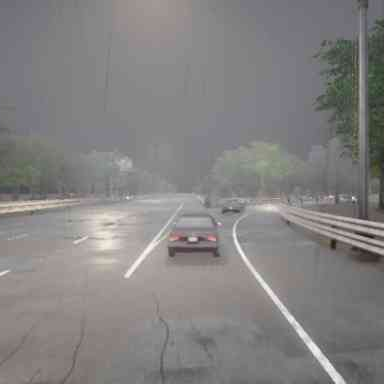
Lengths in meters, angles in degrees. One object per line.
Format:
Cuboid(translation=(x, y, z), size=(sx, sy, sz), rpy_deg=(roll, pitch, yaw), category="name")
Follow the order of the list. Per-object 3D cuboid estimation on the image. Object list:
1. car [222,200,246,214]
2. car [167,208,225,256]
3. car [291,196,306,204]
Cuboid(translation=(4.577, 1.596, 35.926), size=(1.994, 1.385, 4.181), rpy_deg=(0, 0, 18), category="car")
Cuboid(translation=(0.176, 1.558, 13.136), size=(2.033, 1.411, 5.357), rpy_deg=(0, 0, 3), category="car")
Cuboid(translation=(20.399, 1.548, 63.857), size=(1.812, 1.442, 4.674), rpy_deg=(0, 0, 40), category="car")
